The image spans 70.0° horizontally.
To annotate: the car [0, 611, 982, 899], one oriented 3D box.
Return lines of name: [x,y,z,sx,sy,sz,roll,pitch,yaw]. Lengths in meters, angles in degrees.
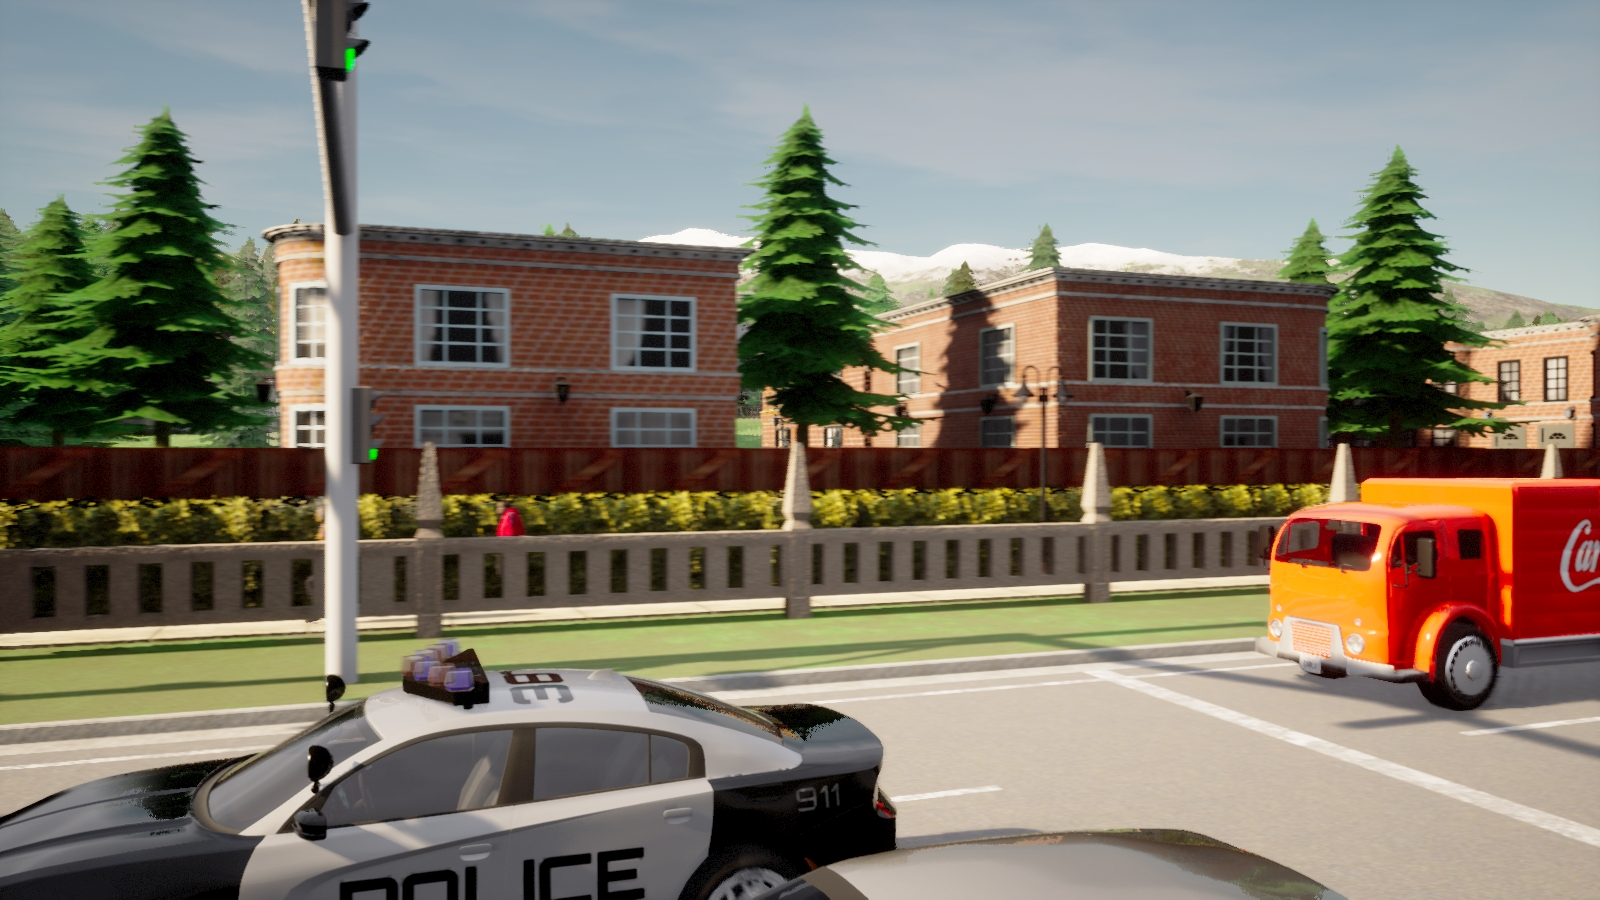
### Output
car: [-1.818,1.982,6.360,5.238,1.638,2.097,0,0,-20]

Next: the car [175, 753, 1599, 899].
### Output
car: [0.363,2.065,3.434,4.193,1.474,1.816,0,0,-20]

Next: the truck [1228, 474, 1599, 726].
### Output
truck: [8.171,1.570,13.726,5.204,2.467,2.627,0,0,-20]

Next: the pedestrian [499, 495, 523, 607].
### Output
pedestrian: [-4.910,1.701,19.403,0.375,1.860,0.375,0,0,-17]
